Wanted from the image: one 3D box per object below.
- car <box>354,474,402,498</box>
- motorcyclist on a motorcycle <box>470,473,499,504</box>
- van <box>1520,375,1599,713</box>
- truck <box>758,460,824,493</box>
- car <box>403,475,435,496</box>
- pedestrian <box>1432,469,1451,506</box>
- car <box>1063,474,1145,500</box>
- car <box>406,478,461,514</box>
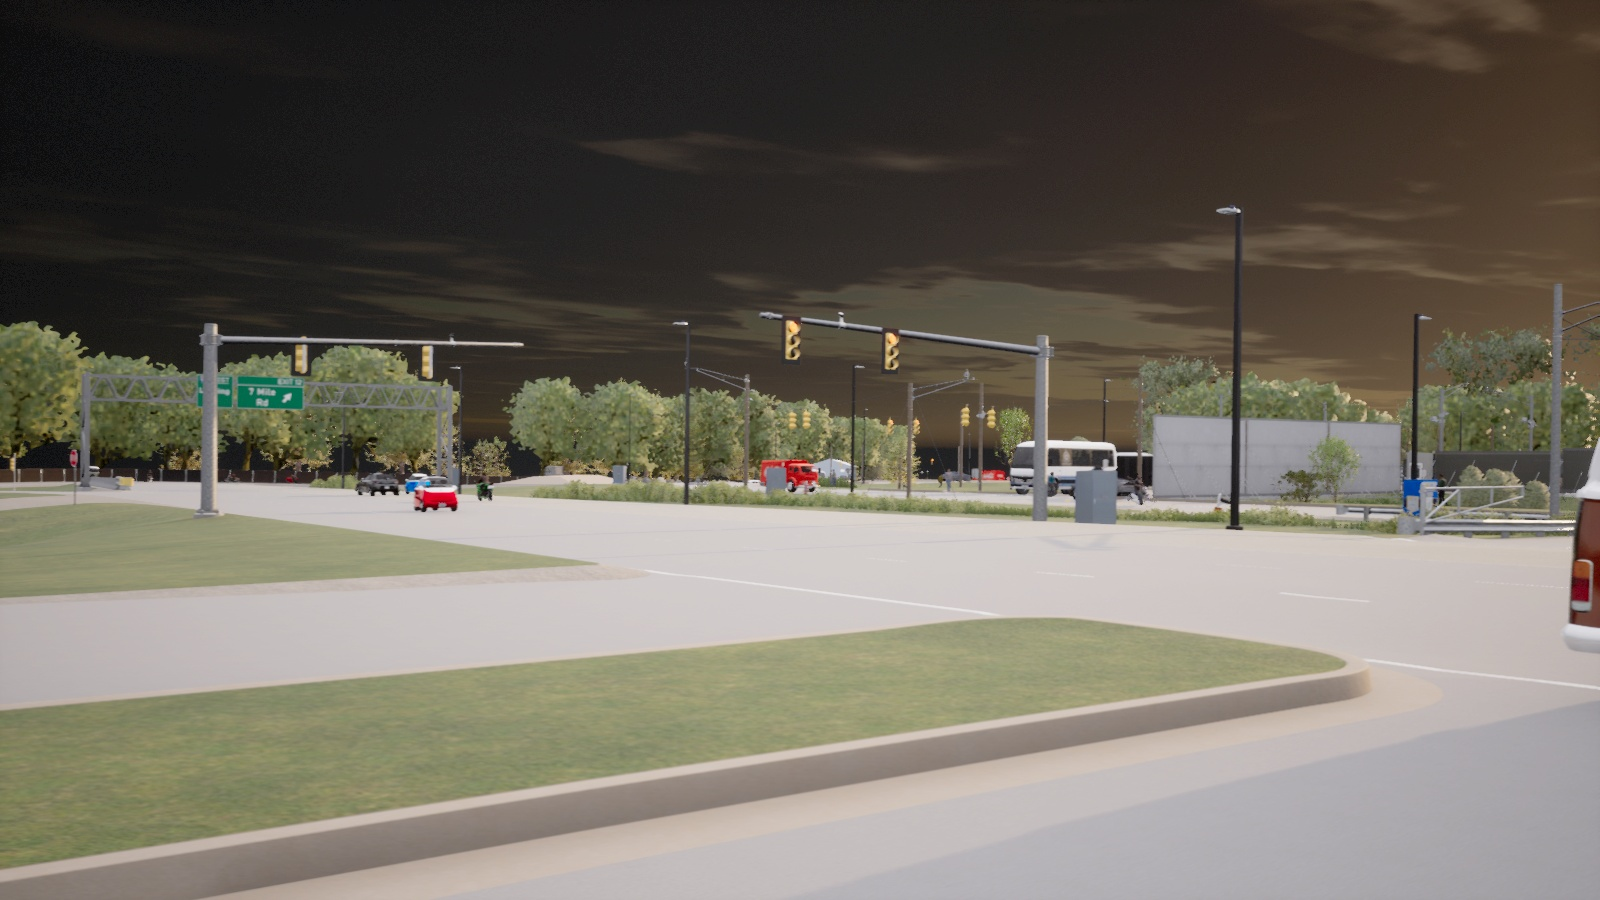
[{"bbox_3d":[-26.921,2.288,79.967,1.816,1.474,4.193,0,-1,-35],"label":"car"},{"bbox_3d":[-16.170,1.959,64.330,0.797,1.523,2.044,0,-1,-35],"label":"motorcyclist on a motorcycle"},{"bbox_3d":[7.059,0.580,8.186,4.480,2.038,2.069,1,-2,-29],"label":"van"},{"bbox_3d":[-0.718,2.017,97.123,2.627,2.467,5.204,0,-1,-35],"label":"truck"},{"bbox_3d":[-25.551,2.387,84.153,1.481,1.376,2.207,0,-1,-35],"label":"car"},{"bbox_3d":[34.725,2.013,67.958,0.423,1.949,0.788,0,0,-32],"label":"pedestrian"},{"bbox_3d":[19.337,2.342,80.142,2.128,1.511,4.902,0,0,-34],"label":"car"},{"bbox_3d":[-14.457,1.792,49.481,1.481,1.376,2.207,0,-2,-34],"label":"car"}]
